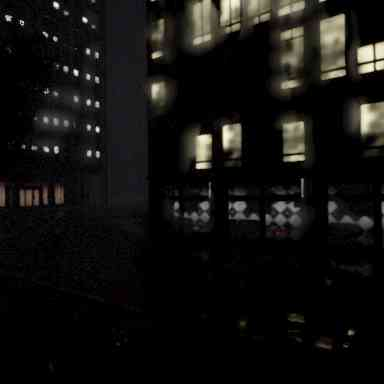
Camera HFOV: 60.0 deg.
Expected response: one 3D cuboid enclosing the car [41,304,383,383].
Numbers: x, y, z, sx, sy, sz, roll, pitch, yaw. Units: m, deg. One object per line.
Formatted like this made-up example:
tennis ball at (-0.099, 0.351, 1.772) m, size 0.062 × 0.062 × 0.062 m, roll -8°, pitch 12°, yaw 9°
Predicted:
car at (0.569, 1.582, 2.484) m, size 4.206 × 1.307 × 1.802 m, roll 0°, pitch -1°, yaw 36°
